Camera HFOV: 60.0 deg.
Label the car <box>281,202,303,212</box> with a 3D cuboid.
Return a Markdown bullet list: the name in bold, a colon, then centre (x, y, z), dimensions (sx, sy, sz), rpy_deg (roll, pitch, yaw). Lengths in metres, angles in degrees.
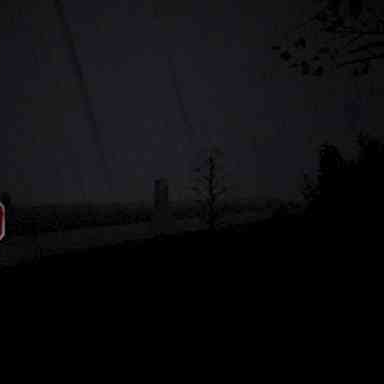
- **car**: centre (11.602, 1.796, 39.435), dimensions (1.895, 1.301, 4.718), rpy_deg (0, 0, 35)
